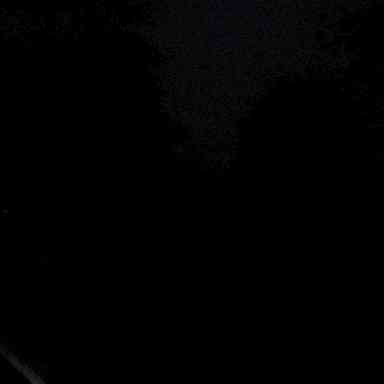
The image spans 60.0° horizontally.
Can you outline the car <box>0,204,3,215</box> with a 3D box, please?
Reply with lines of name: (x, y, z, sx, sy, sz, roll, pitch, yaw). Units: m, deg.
car: (-20.147, 1.594, 33.385, 1.895, 1.301, 4.718, 0, 0, -28)
